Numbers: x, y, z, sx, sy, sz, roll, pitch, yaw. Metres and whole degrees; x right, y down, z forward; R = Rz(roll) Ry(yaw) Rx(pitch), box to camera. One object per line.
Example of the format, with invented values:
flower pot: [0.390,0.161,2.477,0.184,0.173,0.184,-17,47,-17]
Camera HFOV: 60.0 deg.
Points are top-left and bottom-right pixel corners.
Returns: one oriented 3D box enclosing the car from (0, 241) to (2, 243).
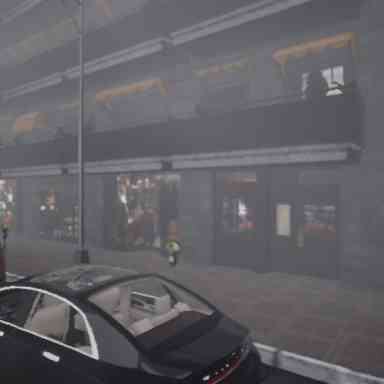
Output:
car: [-5.923,1.317,7.094,5.009,1.841,2.192,0,0,35]

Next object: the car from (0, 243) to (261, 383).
car: [-1.403,1.551,3.872,4.403,1.369,2.008,0,0,35]
